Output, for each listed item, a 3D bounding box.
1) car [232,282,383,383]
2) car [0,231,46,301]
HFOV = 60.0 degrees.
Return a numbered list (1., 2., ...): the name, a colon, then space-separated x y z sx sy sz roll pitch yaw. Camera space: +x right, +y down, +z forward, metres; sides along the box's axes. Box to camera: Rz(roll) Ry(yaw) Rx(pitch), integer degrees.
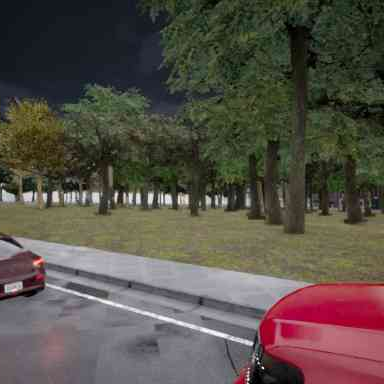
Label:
1. car: 2.923 1.222 1.601 5.566 2.045 2.150 0 0 35
2. car: -5.036 1.524 7.258 4.674 1.442 1.812 0 0 36
